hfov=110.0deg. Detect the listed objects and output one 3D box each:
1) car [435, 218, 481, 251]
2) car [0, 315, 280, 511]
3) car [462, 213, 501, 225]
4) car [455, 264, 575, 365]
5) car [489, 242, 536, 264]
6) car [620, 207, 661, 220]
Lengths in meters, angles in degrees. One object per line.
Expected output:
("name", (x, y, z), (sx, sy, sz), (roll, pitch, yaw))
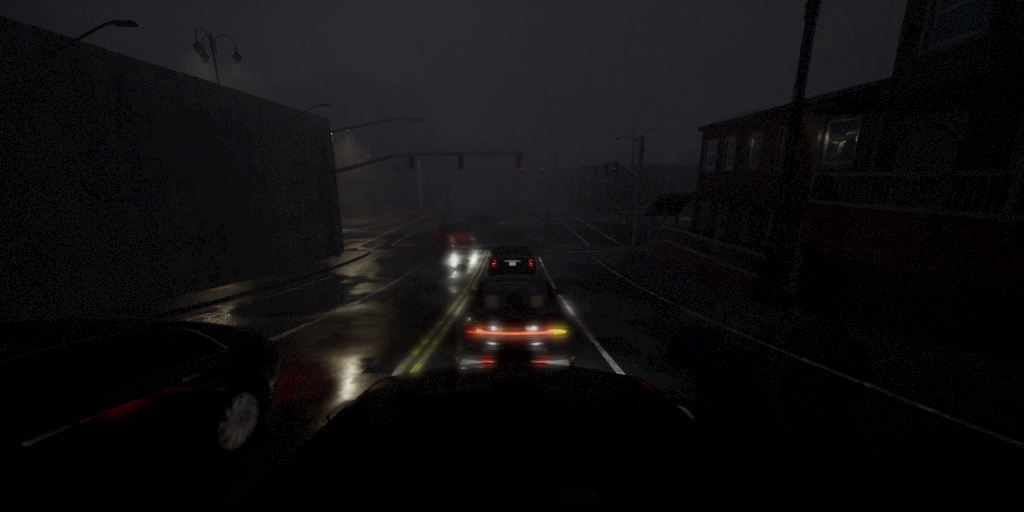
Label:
("car", (-4.396, -1.608, 27.440), (2.097, 1.767, 4.553), (-7, 14, -26))
("car", (-3.599, 1.260, 2.166), (1.837, 1.490, 4.892), (0, 0, 0))
("car", (-3.603, -4.028, 39.431), (2.033, 1.411, 5.357), (11, 17, 41))
("car", (0.057, 1.122, 7.163), (1.837, 1.490, 4.892), (0, 2, 0))
("car", (0.028, 0.086, 17.417), (2.097, 1.767, 4.553), (0, 7, 0))
("car", (16.477, -5.544, 46.015), (5.008, 1.535, 1.882), (0, 12, 0))
